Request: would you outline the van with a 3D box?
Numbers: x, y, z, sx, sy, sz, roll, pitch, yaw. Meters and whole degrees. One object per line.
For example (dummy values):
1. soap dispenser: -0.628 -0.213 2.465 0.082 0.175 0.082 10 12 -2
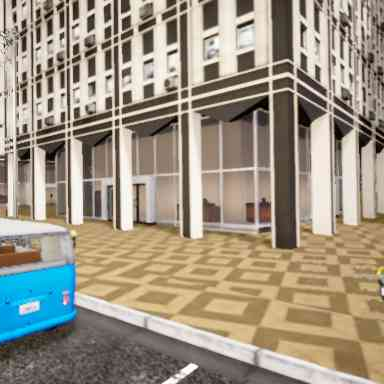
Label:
1. van: -3.677 1.333 5.643 3.998 1.788 1.690 0 -1 37
